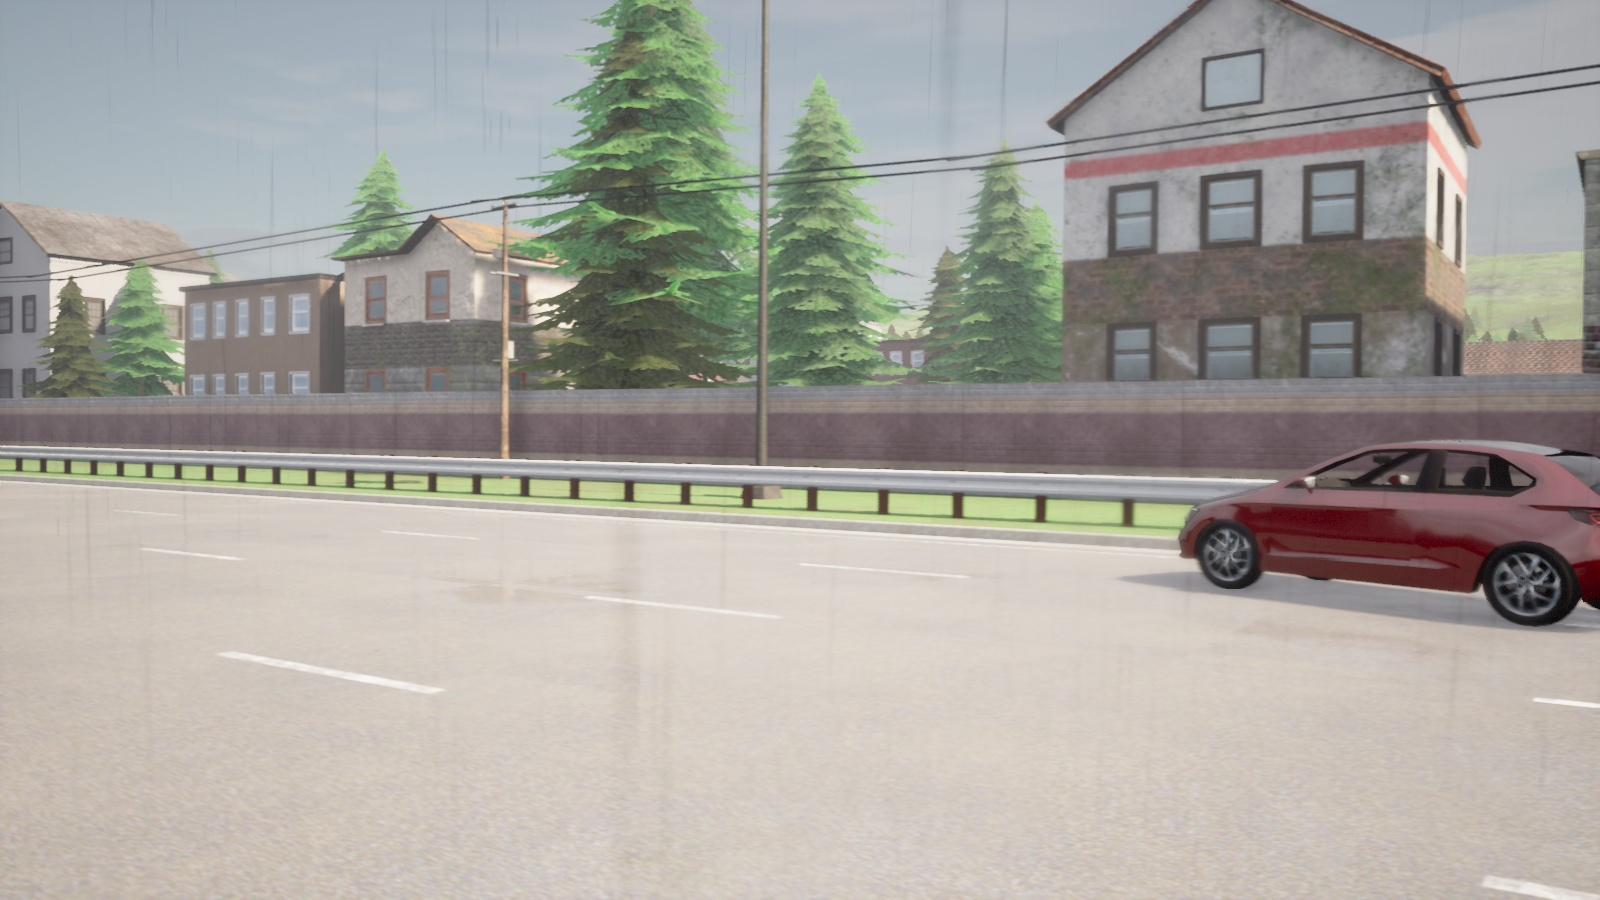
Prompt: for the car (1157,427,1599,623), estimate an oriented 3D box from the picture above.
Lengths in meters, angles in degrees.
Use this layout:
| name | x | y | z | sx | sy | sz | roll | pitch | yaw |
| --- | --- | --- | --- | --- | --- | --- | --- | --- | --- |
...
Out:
| name | x | y | z | sx | sy | sz | roll | pitch | yaw |
| --- | --- | --- | --- | --- | --- | --- | --- | --- | --- |
| car | 5.573 | 0.538 | 11.504 | 1.816 | 1.474 | 4.193 | -1 | 1 | -36 |
